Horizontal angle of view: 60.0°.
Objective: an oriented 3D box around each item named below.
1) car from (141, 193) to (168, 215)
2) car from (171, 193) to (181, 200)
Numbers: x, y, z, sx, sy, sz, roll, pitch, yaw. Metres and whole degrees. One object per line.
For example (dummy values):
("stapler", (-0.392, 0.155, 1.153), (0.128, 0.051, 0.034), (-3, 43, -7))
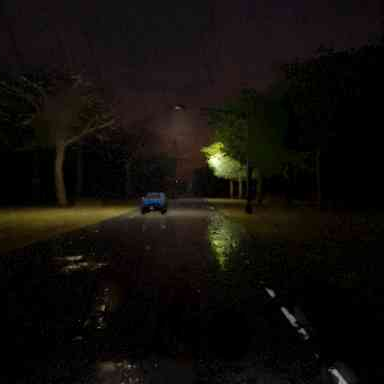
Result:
("car", (-3.604, 1.094, 32.679), (2.150, 2.045, 5.566), (0, 0, 0))
("car", (-3.517, 1.074, 75.097), (1.837, 1.490, 4.892), (0, 0, 0))
